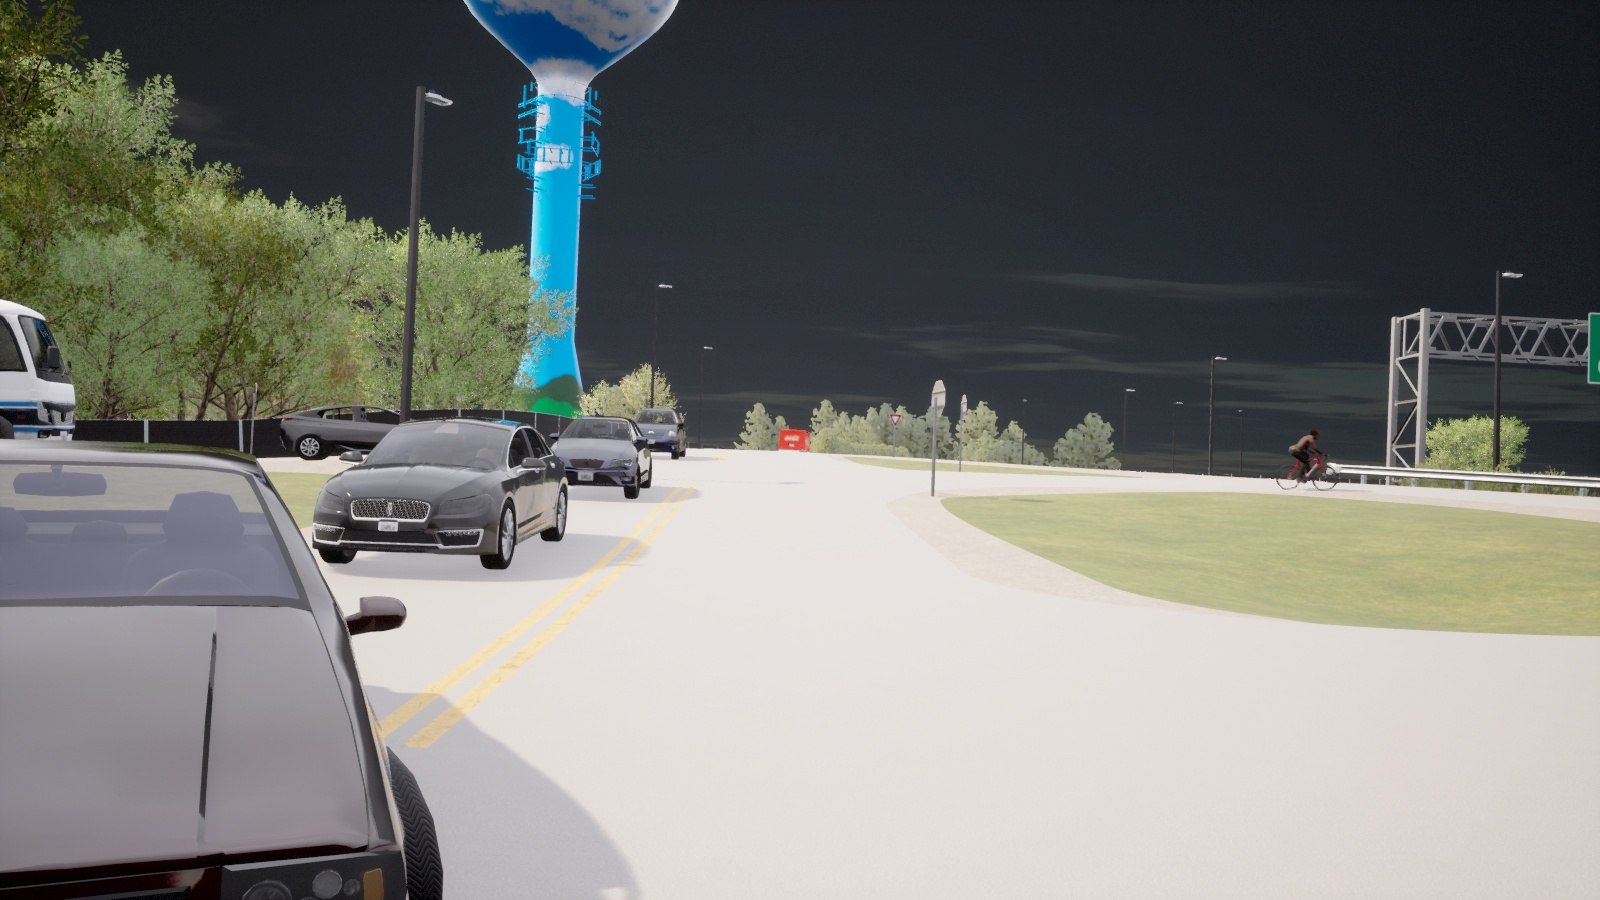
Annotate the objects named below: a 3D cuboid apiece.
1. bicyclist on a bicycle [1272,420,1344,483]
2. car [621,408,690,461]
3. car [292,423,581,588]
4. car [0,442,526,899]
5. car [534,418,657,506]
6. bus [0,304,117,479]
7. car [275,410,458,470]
[{"bbox_3d":[13.446,0.037,33.263,1.656,1.620,0.582,1,1,0],"label":"bicyclist on a bicycle"},{"bbox_3d":[-4.688,-0.516,41.172,1.851,1.617,3.988,1,1,-1],"label":"car"},{"bbox_3d":[-3.832,0.468,14.197,1.837,1.490,4.892,1,2,0],"label":"car"},{"bbox_3d":[-2.554,0.719,4.461,2.033,1.411,5.357,1,1,-24],"label":"car"},{"bbox_3d":[-3.843,0.155,24.277,1.816,1.474,4.193,1,2,-2],"label":"car"},{"bbox_3d":[-23.262,-1.375,31.335,10.273,4.253,3.944,-1,1,-18],"label":"bus"},{"bbox_3d":[-11.635,-0.289,34.009,4.514,1.525,2.007,-1,0,-14],"label":"car"}]
